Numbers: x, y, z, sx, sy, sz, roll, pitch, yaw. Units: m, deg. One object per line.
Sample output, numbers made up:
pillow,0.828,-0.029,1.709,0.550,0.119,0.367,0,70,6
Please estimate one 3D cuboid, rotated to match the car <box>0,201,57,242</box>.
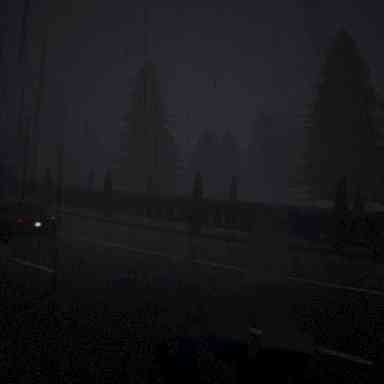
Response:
car,-7.382,1.056,13.594,4.181,1.385,1.994,4,3,36
